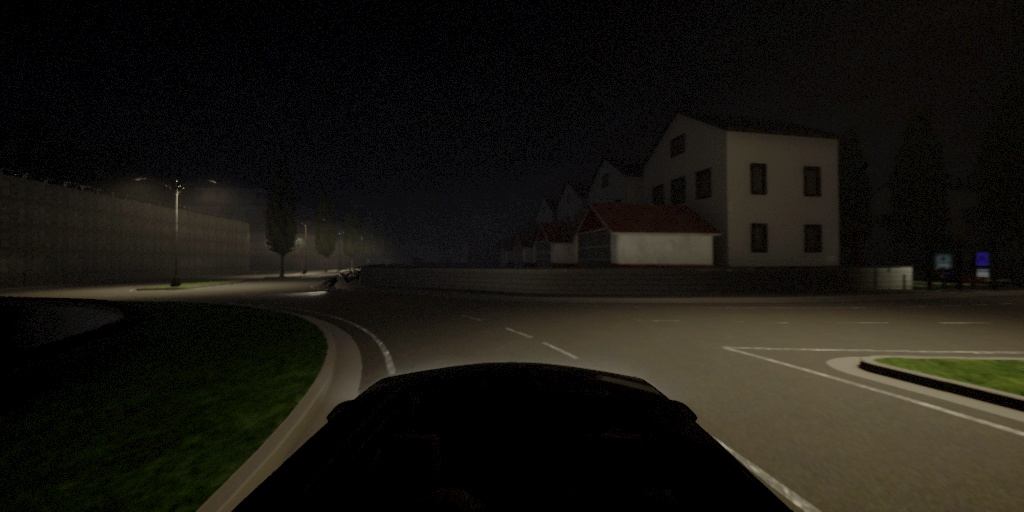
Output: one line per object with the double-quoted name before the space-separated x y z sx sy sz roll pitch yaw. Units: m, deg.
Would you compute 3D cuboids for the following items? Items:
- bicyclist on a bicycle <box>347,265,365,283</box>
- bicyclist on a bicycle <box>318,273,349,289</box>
"bicyclist on a bicycle" -13.175 1.704 29.412 1.620 1.656 0.582 4 9 -31
"bicyclist on a bicycle" -12.229 1.776 23.987 1.620 0.582 1.656 5 34 48
